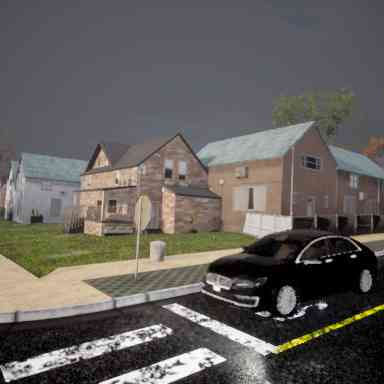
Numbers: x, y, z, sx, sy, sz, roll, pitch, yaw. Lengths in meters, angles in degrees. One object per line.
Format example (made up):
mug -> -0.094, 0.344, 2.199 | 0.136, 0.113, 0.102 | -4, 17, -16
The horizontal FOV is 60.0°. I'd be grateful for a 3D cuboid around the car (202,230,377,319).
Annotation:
car -> 2.476, 1.703, 7.854 | 4.892, 1.490, 1.837 | 2, -3, -35
